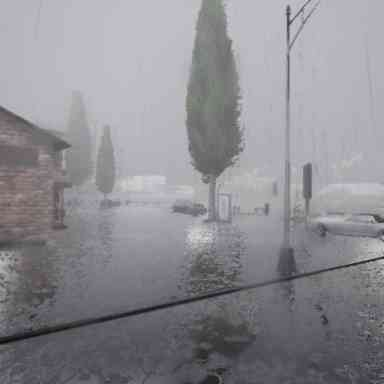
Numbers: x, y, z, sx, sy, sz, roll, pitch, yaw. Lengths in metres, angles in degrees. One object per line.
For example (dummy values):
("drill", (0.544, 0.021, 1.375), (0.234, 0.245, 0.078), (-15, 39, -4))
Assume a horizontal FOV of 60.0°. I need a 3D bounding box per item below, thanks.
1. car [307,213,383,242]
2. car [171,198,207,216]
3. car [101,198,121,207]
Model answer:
("car", (8.287, 1.680, 16.564), (4.718, 1.301, 1.895), (2, 0, 39))
("car", (-0.342, 1.547, 35.708), (2.097, 1.767, 4.553), (1, 0, -36))
("car", (-13.064, 1.674, 53.645), (1.882, 1.535, 5.008), (1, -1, -35))
